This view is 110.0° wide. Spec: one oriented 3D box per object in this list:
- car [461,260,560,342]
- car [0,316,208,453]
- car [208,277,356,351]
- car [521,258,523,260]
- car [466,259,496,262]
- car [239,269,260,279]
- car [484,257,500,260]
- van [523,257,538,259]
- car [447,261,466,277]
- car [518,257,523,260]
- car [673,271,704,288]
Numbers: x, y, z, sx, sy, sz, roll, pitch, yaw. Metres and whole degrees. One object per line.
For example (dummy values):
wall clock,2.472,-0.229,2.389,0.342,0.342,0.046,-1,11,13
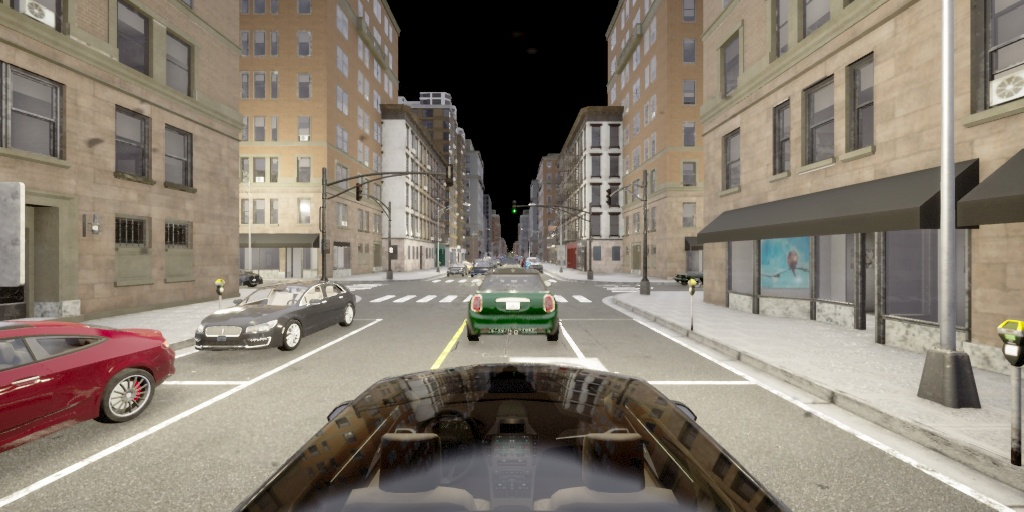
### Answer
car,0.041,1.101,9.912,2.097,1.767,4.553,0,0,1
car,-5.389,1.332,3.153,1.802,1.307,4.207,0,0,0
car,-5.390,1.300,8.835,2.007,1.370,4.403,0,0,0
car,2.634,1.325,51.932,1.802,1.307,4.207,0,0,0
car,-2.878,1.293,34.980,2.033,1.411,5.357,0,0,1
car,-17.146,1.223,21.068,4.181,1.385,1.994,0,0,0
car,-2.858,1.249,47.259,1.837,1.490,4.892,0,0,0
van,2.633,1.085,46.526,1.690,1.789,3.998,0,0,0
car,-5.396,1.296,35.711,2.007,1.370,4.403,0,0,0
car,2.635,1.057,62.744,2.192,1.841,5.009,0,0,0
car,13.493,1.431,24.072,4.718,1.301,1.895,0,0,0
